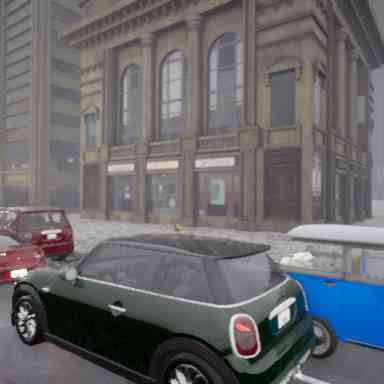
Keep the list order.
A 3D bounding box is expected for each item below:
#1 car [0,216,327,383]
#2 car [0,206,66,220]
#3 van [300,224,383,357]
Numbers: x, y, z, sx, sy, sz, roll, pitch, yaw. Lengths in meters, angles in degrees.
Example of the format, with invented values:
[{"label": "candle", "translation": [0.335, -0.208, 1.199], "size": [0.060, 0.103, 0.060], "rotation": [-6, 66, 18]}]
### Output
[{"label": "car", "translation": [-0.702, 1.393, 4.902], "size": [4.553, 1.767, 2.097], "rotation": [0, -1, 37]}, {"label": "car", "translation": [-6.016, 1.383, 11.157], "size": [5.009, 1.841, 2.192], "rotation": [0, 0, 37]}, {"label": "van", "translation": [2.983, 1.399, 4.485], "size": [3.998, 1.788, 1.690], "rotation": [0, 0, 37]}]
